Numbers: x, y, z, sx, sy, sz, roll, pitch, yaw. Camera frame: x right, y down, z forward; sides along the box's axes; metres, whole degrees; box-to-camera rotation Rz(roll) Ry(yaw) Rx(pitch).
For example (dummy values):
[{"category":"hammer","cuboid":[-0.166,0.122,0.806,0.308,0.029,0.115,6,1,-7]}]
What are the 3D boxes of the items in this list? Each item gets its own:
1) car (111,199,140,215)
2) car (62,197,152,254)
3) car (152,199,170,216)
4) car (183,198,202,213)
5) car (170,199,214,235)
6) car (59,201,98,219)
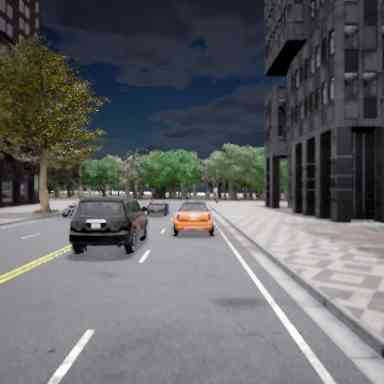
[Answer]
[{"category":"car","cuboid":[-6.583,1.450,33.421,1.837,1.490,4.892,0,0,0]},{"category":"car","cuboid":[-3.161,1.200,13.604,2.150,2.045,5.566,0,0,0]},{"category":"car","cuboid":[-3.173,1.437,32.036,2.128,1.511,4.902,0,0,0]},{"category":"car","cuboid":[0.074,1.476,37.797,2.033,1.411,5.357,0,0,0]},{"category":"car","cuboid":[0.086,1.321,18.781,2.097,1.767,4.553,0,0,0]},{"category":"car","cuboid":[-9.851,1.517,29.297,1.994,1.385,4.181,0,0,0]}]
